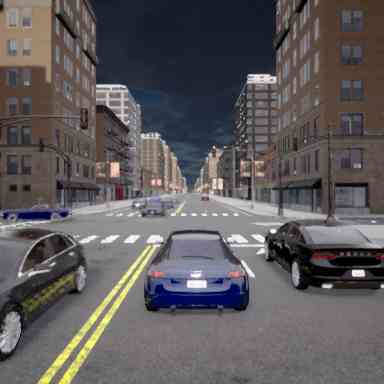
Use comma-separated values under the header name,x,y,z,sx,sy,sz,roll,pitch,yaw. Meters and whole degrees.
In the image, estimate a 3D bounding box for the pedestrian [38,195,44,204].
name,x,y,z,sx,sy,sz,roll,pitch,yaw
pedestrian,-14.166,1.163,31.071,0.375,1.860,0.375,0,0,0

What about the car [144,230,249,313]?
name,x,y,z,sx,sy,sz,roll,pitch,yaw
car,0.082,1.563,7.759,1.994,1.385,4.181,0,0,0

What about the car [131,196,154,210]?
name,x,y,z,sx,sy,sz,roll,pitch,yaw
car,-6.631,1.480,42.962,2.128,1.511,4.902,0,0,0

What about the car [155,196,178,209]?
name,x,y,z,sx,sy,sz,roll,pitch,yaw
car,-3.386,1.535,44.607,2.033,1.411,5.357,0,0,0

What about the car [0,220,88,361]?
name,x,y,z,sx,sy,sz,roll,pitch,yaw
car,-3.354,1.504,5.977,1.837,1.490,4.892,0,0,0

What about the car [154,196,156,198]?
name,x,y,z,sx,sy,sz,roll,pitch,yaw
car,-6.621,1.457,60.431,1.882,1.535,5.008,0,0,0

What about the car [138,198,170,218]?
name,x,y,z,sx,sy,sz,roll,pitch,yaw
car,-3.376,1.565,30.133,1.994,1.385,4.181,0,0,0

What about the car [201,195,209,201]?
name,x,y,z,sx,sy,sz,roll,pitch,yaw
car,3.187,1.447,80.561,1.882,1.535,5.008,0,0,0

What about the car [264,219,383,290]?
name,x,y,z,sx,sy,sz,roll,pitch,yaw
car,3.331,1.476,9.137,1.882,1.535,5.008,0,0,0

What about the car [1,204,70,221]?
name,x,y,z,sx,sy,sz,roll,pitch,yaw
car,-11.970,1.603,25.649,4.718,1.301,1.895,0,0,-22
